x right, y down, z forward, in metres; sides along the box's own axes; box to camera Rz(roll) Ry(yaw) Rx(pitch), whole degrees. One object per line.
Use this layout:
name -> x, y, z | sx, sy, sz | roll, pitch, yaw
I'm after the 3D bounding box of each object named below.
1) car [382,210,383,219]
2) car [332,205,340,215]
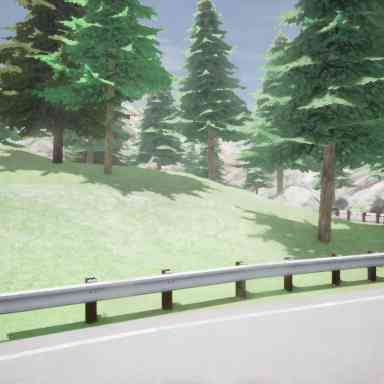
car -> 16.073, 1.367, 23.645 | 2.097, 1.767, 4.553 | 0, 0, -20
car -> 12.640, 1.579, 33.076 | 1.994, 1.385, 4.181 | 0, 0, -20
